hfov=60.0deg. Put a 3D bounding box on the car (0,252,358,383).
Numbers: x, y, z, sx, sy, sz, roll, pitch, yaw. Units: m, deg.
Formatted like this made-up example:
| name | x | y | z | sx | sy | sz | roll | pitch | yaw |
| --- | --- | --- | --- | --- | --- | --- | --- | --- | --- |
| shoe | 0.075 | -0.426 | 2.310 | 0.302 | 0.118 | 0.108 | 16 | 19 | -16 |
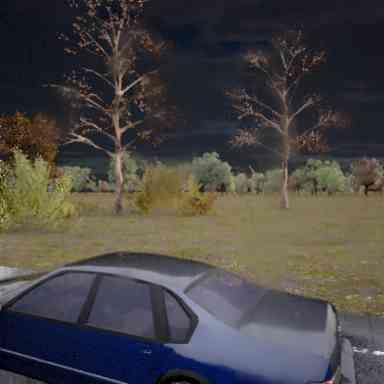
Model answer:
| name | x | y | z | sx | sy | sz | roll | pitch | yaw |
| --- | --- | --- | --- | --- | --- | --- | --- | --- | --- |
| car | -0.905 | 1.530 | 4.201 | 5.357 | 1.411 | 2.033 | 0 | 0 | 24 |
